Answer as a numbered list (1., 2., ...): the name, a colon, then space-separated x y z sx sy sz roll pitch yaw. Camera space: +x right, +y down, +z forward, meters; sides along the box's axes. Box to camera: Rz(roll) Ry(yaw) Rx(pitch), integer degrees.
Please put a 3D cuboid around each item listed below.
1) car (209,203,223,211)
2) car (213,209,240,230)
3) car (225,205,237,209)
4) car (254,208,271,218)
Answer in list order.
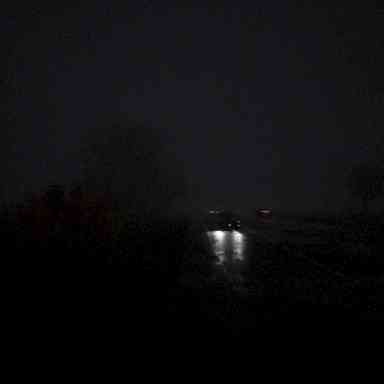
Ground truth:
1. car: 6.564 4.240 91.086 2.150 2.045 5.566 -1 -2 7
2. car: 3.061 2.505 29.290 1.837 1.490 4.892 -1 -2 1
3. car: 10.662 4.187 87.471 2.097 1.767 4.553 -1 -2 1
4. car: 10.260 3.020 48.522 2.128 1.511 4.902 -1 -2 1
